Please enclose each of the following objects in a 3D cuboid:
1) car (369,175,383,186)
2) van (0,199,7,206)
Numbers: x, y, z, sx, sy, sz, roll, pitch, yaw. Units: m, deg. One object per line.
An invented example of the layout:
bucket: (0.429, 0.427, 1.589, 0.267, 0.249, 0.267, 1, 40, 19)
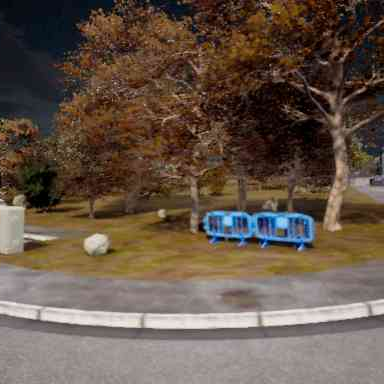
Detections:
car: (31.276, -2.029, 56.168, 2.097, 1.767, 4.553, 1, 4, 21)
van: (-10.544, 1.258, 14.861, 1.878, 1.987, 4.442, 1, -1, 16)
